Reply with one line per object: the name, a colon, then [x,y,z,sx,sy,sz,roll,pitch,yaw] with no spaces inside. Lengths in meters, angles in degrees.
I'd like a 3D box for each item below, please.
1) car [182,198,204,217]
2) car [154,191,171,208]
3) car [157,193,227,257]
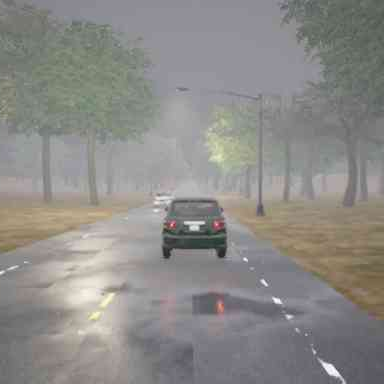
car: [0.083,1.361,29.823,1.812,1.442,4.674,0,0,0]
car: [-3.590,0.923,42.605,2.150,2.045,5.566,0,1,0]
car: [0.085,1.181,12.850,2.150,2.045,5.566,0,0,0]
